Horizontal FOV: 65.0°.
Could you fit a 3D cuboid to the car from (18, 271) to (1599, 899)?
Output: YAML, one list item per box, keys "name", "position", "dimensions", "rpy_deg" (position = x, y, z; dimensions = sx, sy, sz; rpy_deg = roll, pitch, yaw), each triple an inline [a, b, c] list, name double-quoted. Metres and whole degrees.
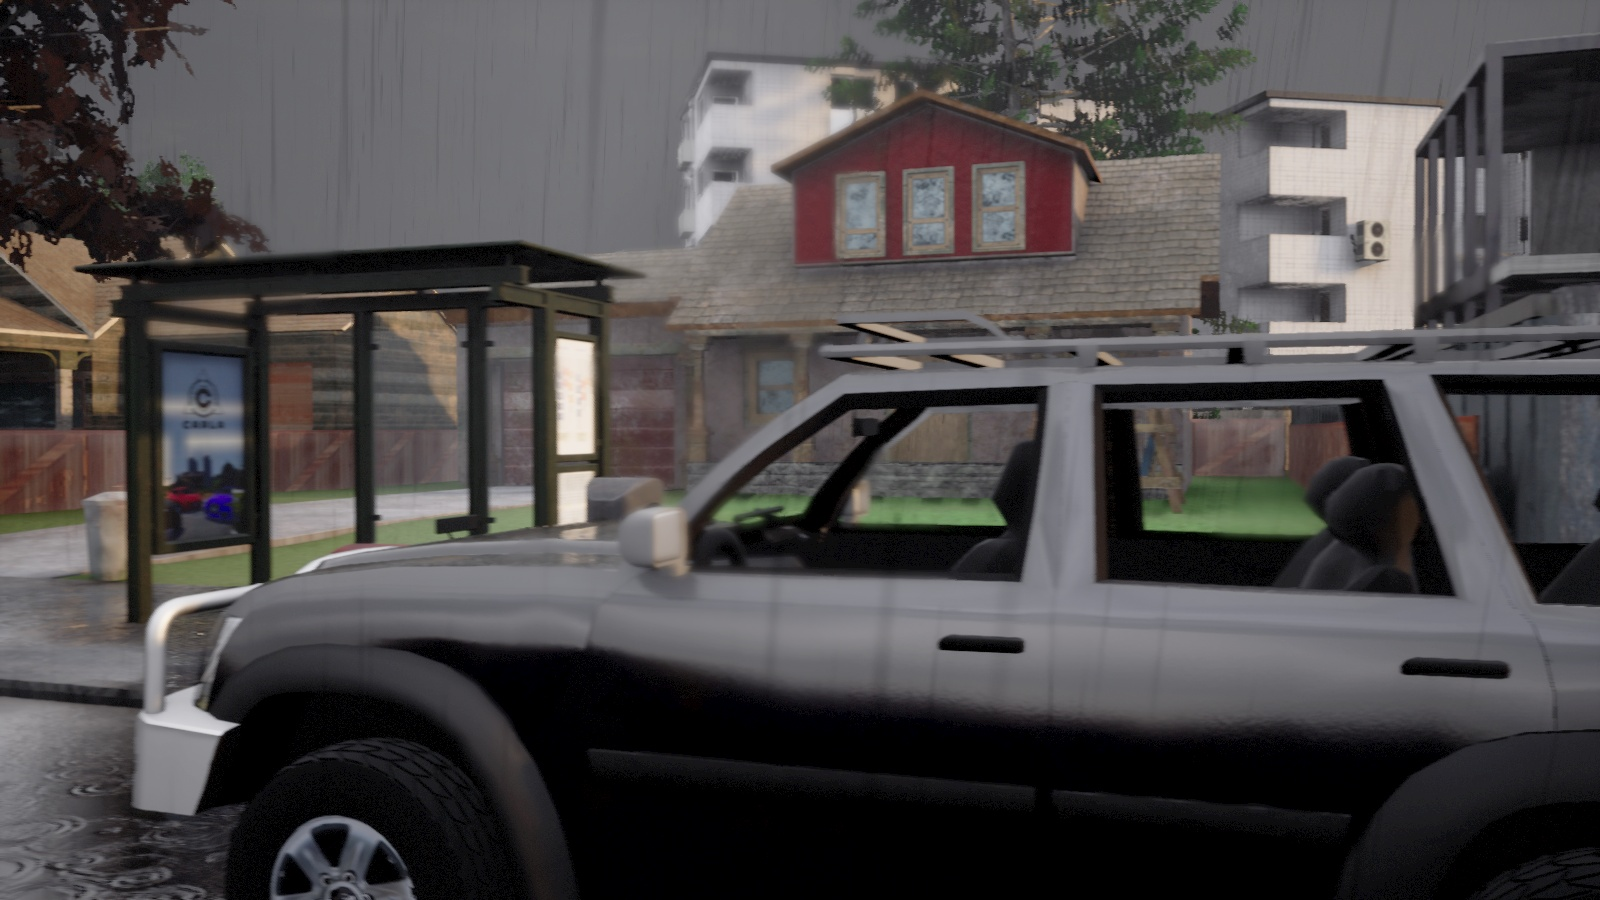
- name: "car"
  position: [0.375, 0.587, 3.591]
  dimensions: [4.605, 1.855, 1.932]
  rpy_deg: [1, 1, 19]
